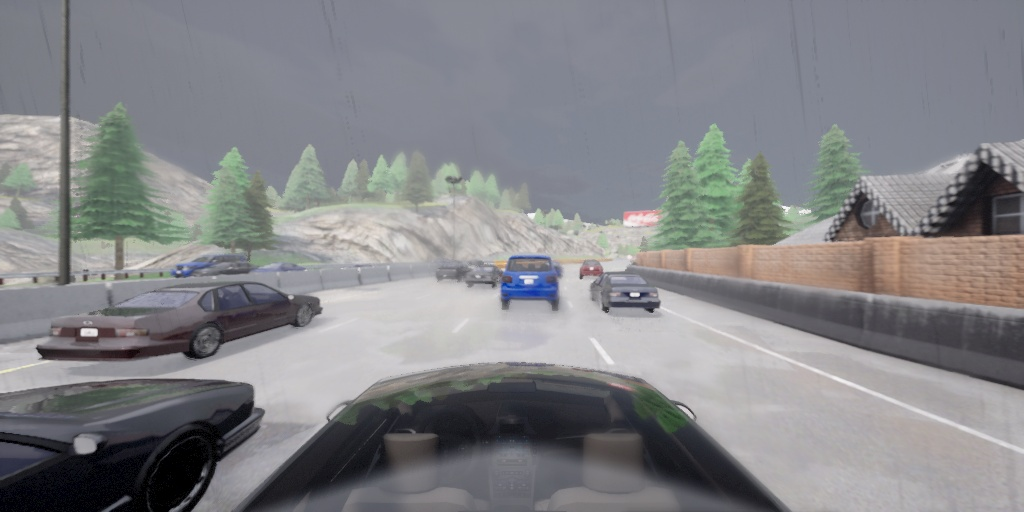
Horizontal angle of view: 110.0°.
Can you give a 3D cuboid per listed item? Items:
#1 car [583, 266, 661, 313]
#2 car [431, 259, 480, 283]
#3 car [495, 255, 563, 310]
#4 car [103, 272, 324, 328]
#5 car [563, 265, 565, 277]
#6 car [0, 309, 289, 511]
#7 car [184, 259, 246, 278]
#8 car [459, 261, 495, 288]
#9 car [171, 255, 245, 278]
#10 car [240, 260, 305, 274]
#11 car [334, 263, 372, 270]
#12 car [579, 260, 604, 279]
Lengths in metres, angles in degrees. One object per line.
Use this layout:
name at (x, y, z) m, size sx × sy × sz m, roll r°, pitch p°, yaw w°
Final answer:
car at (4.254, 1.312, 14.226) m, size 2.033 × 1.411 × 5.357 m, roll 0°, pitch 0°, yaw 5°
car at (-4.383, 1.234, 28.134) m, size 2.128 × 1.511 × 4.902 m, roll 0°, pitch 0°, yaw 10°
car at (0.828, 0.976, 14.947) m, size 2.150 × 2.045 × 5.566 m, roll 0°, pitch 0°, yaw 5°
car at (-6.680, 1.280, 8.279) m, size 2.033 × 1.411 × 5.357 m, roll 0°, pitch 0°, yaw 3°
car at (3.771, 1.244, 33.196) m, size 1.882 × 1.535 × 5.008 m, roll 0°, pitch 0°, yaw 12°
car at (-3.364, 1.288, 1.040) m, size 2.033 × 1.411 × 5.357 m, roll 0°, pitch 0°, yaw 0°
car at (-22.293, 1.198, 28.230) m, size 1.837 × 1.490 × 4.892 m, roll 0°, pitch 0°, yaw 10°
car at (-1.606, 1.297, 23.781) m, size 2.033 × 1.411 × 5.357 m, roll 0°, pitch 0°, yaw 9°
car at (-25.466, 0.906, 30.592) m, size 2.150 × 2.045 × 5.566 m, roll 0°, pitch 0°, yaw 10°
car at (-18.682, 1.229, 28.726) m, size 1.812 × 1.442 × 4.674 m, roll 0°, pitch 0°, yaw 10°
car at (-14.360, 1.317, 33.005) m, size 1.895 × 1.301 × 4.718 m, roll 0°, pitch 0°, yaw 11°
car at (7.330, 1.128, 33.021) m, size 2.097 × 1.767 × 4.553 m, roll 0°, pitch 0°, yaw 12°
